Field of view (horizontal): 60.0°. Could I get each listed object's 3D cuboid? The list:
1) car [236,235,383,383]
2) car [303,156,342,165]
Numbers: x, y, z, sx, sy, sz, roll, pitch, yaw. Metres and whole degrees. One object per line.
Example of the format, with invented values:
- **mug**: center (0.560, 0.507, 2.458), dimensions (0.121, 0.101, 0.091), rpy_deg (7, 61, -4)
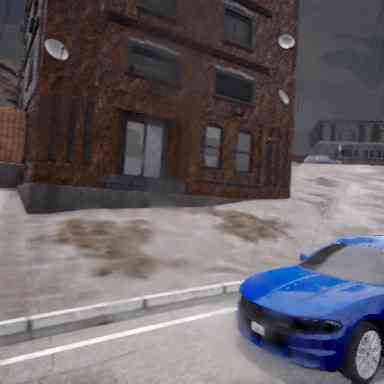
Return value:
- **car**: center (3.043, 1.499, 5.476), dimensions (5.008, 1.535, 1.882), rpy_deg (1, -1, -29)
- **car**: center (16.067, -3.649, 41.067), dimensions (4.553, 1.767, 2.185), rpy_deg (3, -2, 11)
